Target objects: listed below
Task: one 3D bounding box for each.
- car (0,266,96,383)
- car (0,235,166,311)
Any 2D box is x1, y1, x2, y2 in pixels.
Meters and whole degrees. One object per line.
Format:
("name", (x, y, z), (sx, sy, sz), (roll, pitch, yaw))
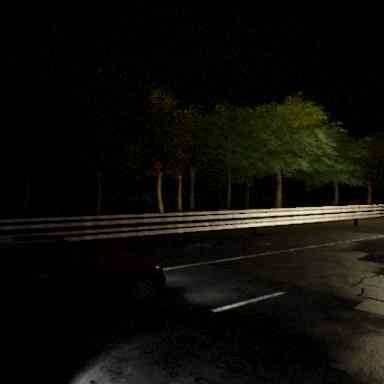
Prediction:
("car", (-2.793, 1.559, 1.753), (4.181, 1.385, 1.994), (0, 0, -36))
("car", (-2.707, 1.530, 6.119), (4.674, 1.442, 1.812), (0, 0, -36))
